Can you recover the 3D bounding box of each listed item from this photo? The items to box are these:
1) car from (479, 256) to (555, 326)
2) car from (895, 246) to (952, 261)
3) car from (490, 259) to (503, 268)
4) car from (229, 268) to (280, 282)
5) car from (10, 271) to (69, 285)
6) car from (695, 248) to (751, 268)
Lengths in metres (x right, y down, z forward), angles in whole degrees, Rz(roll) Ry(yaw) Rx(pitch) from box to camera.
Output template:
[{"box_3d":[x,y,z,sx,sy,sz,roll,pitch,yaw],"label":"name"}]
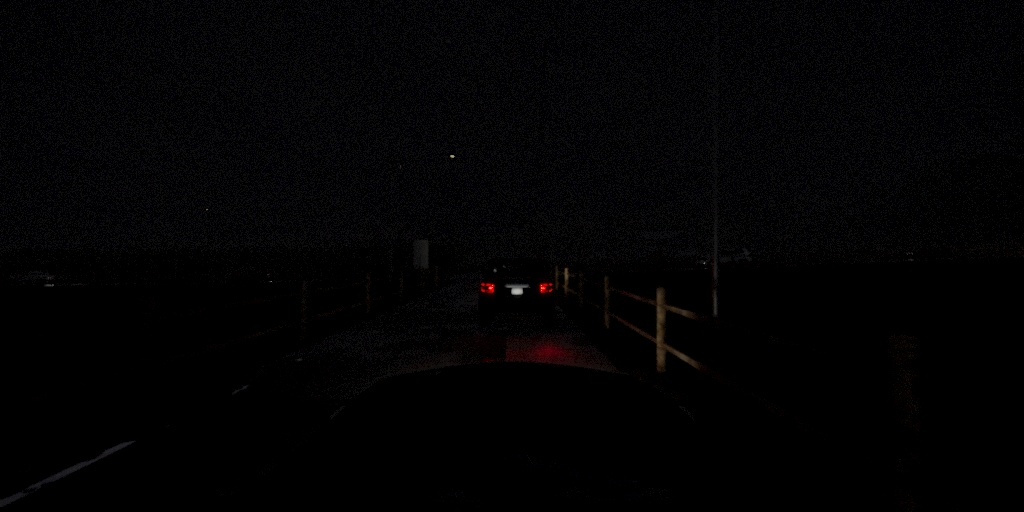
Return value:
[{"box_3d":[0.122,1.012,12.034,2.150,2.045,5.566,0,0,0],"label":"car"},{"box_3d":[45.758,-0.351,39.956,5.008,1.535,1.882,-2,-2,1],"label":"car"},{"box_3d":[-2.674,1.382,64.045,2.128,1.511,4.902,0,0,1],"label":"car"},{"box_3d":[-26.672,1.933,37.157,4.674,1.442,1.812,-1,-2,0],"label":"car"},{"box_3d":[-49.148,2.290,37.275,4.674,1.442,1.812,-1,-2,1],"label":"car"},{"box_3d":[23.503,0.263,40.054,5.566,2.045,2.150,-2,-2,0],"label":"car"}]
